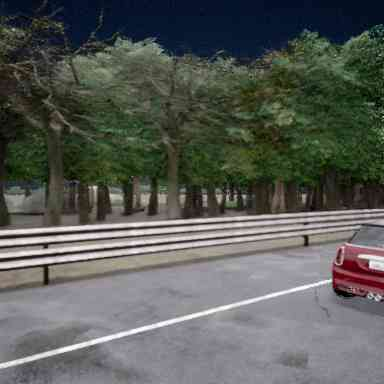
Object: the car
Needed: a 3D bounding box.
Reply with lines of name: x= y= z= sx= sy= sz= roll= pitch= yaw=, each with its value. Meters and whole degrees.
car: x=5.120 y=1.351 z=7.223 sx=4.553 sy=1.767 sz=2.097 roll=0 pitch=0 yaw=-34
